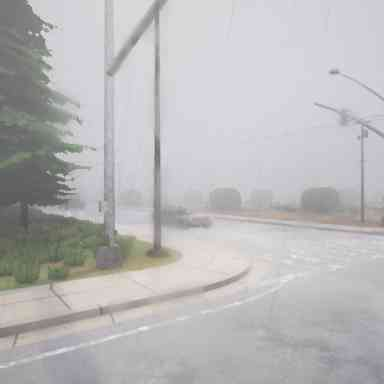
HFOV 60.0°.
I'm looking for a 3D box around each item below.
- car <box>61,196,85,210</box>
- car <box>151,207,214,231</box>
[{"bbox_3d":[-15.339,1.175,42.219,2.150,2.045,5.566,0,1,-35],"label":"car"},{"bbox_3d":[-0.700,1.634,20.940,1.895,1.301,4.718,0,0,-35],"label":"car"}]
